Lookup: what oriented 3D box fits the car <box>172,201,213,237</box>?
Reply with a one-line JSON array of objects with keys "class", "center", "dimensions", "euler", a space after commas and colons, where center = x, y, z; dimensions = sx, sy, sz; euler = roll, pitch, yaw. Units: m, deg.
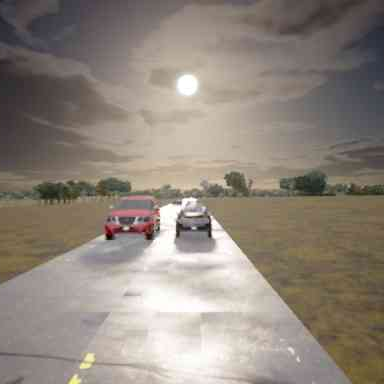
[{"class": "car", "center": [0.093, 1.486, 18.024], "dimensions": [2.128, 1.511, 4.902], "euler": [0, 0, 0]}]

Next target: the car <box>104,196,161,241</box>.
[{"class": "car", "center": [-2.846, 1.216, 17.126], "dimensions": [2.150, 2.045, 5.566], "euler": [0, 0, 0]}]

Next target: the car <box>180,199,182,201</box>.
[{"class": "car", "center": [0.097, 1.598, 34.736], "dimensions": [2.033, 1.411, 5.357], "euler": [0, 0, 0]}]

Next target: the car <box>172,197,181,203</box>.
[{"class": "car", "center": [-2.736, 1.794, 63.168], "dimensions": [1.837, 1.490, 4.892], "euler": [0, -1, 0]}]
